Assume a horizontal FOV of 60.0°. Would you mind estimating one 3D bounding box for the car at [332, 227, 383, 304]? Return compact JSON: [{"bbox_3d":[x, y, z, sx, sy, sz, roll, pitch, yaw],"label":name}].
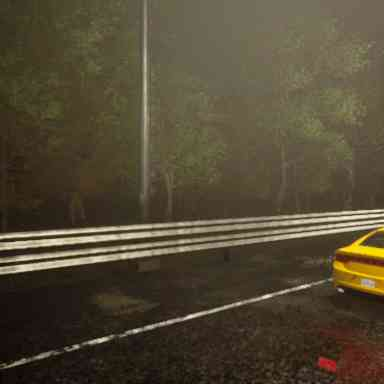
[{"bbox_3d":[5.180,1.479,7.409,5.008,1.535,1.882,0,0,-35],"label":"car"}]
